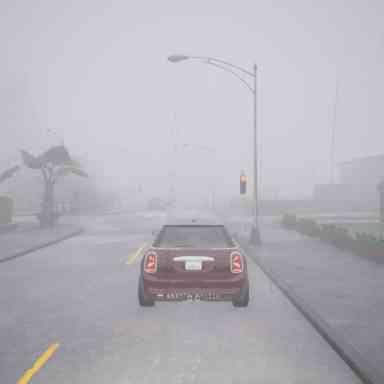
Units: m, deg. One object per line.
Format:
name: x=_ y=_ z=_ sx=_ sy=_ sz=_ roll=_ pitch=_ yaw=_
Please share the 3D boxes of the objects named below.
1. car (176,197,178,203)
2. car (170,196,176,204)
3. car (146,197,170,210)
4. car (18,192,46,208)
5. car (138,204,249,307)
car: x=-3.951 y=1.560 z=68.164 sx=1.994 sy=1.385 sz=4.181 roll=0 pitch=0 yaw=0
car: x=-4.052 y=1.546 z=53.086 sx=2.033 sy=1.411 sz=5.357 roll=0 pitch=0 yaw=0
car: x=-4.073 y=1.352 z=38.752 sx=2.097 sy=1.767 sz=4.553 roll=0 pitch=0 yaw=0
car: x=-19.729 y=0.985 z=42.014 sx=1.905 sy=1.878 sz=3.866 roll=0 pitch=0 yaw=35
car: x=0.050 y=1.352 z=8.139 sx=2.097 sy=1.767 sz=4.553 roll=0 pitch=0 yaw=1
